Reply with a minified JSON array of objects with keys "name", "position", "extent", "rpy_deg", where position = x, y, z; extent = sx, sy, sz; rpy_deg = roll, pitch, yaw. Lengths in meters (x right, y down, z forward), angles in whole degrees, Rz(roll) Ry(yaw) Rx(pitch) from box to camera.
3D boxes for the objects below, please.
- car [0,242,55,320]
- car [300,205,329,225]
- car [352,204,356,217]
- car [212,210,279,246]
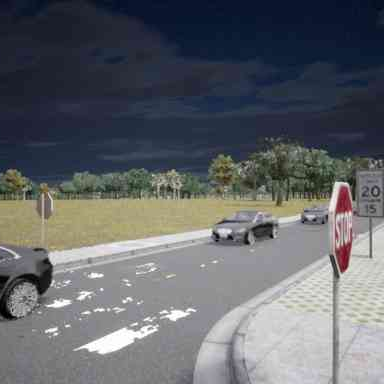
[{"name":"car","position":[-4.411,1.522,5.060],"extent":[2.128,1.511,4.902],"rpy_deg":[0,-1,23]},{"name":"car","position":[10.453,1.837,27.469],"extent":[2.128,1.511,4.902],"rpy_deg":[0,-1,35]},{"name":"car","position":[18.184,2.036,38.305],"extent":[2.033,1.411,5.357],"rpy_deg":[0,-1,36]},{"name":"car","position":[2.803,1.688,16.679],"extent":[2.128,1.511,4.902],"rpy_deg":[0,-1,35]}]
